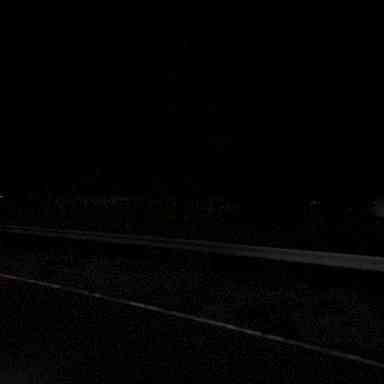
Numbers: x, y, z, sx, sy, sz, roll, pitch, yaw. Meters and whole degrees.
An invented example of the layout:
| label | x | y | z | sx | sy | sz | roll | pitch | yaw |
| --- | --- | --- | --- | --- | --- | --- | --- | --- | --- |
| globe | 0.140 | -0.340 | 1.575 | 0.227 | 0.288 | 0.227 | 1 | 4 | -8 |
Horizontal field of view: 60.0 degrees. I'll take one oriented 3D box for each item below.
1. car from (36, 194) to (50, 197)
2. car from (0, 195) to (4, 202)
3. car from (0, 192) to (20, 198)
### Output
| label | x | y | z | sx | sy | sz | roll | pitch | yaw |
| --- | --- | --- | --- | --- | --- | --- | --- | --- | --- |
| car | -32.683 | 1.229 | 72.203 | 2.097 | 1.767 | 4.553 | 0 | 0 | 7 |
| car | -43.339 | 1.361 | 71.923 | 1.882 | 1.535 | 5.008 | 0 | 0 | 11 |
| car | -39.810 | 1.105 | 71.873 | 2.150 | 2.045 | 5.566 | 0 | 0 | 11 |
